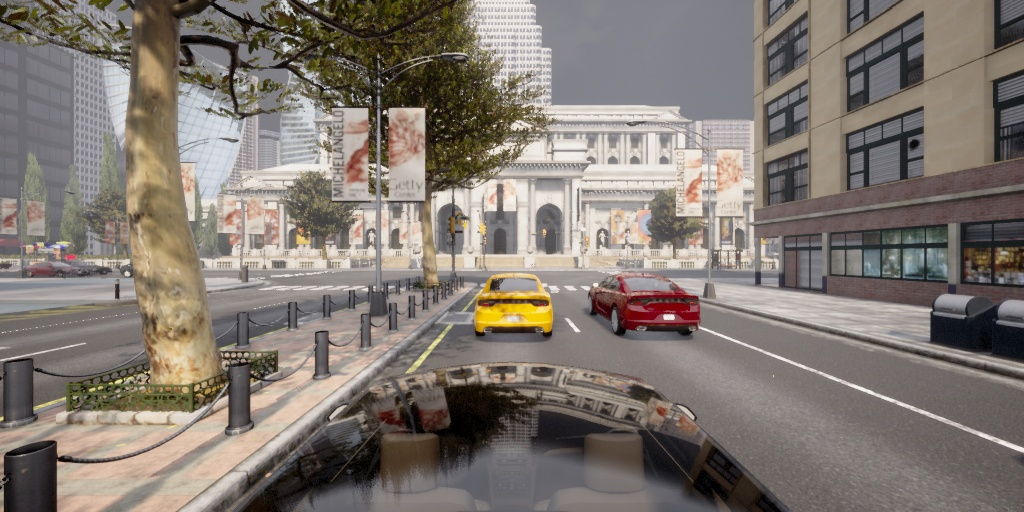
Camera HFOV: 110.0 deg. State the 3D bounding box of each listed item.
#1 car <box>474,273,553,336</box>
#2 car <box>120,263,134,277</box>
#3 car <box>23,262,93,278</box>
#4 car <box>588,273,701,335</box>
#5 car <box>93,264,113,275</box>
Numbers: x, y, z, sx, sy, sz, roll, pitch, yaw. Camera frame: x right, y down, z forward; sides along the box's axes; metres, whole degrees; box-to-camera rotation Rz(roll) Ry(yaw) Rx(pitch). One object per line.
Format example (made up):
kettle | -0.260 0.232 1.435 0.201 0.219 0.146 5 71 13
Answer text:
car | 0.055 1.228 10.381 1.882 1.535 5.008 0 0 1
car | -34.180 1.255 34.044 4.892 1.490 1.837 0 0 0
car | -43.379 1.276 34.012 4.674 1.442 1.812 0 0 -1
car | 3.557 1.228 10.560 1.882 1.535 5.008 0 0 0
car | -45.302 1.297 37.505 5.357 1.411 2.033 0 0 0
